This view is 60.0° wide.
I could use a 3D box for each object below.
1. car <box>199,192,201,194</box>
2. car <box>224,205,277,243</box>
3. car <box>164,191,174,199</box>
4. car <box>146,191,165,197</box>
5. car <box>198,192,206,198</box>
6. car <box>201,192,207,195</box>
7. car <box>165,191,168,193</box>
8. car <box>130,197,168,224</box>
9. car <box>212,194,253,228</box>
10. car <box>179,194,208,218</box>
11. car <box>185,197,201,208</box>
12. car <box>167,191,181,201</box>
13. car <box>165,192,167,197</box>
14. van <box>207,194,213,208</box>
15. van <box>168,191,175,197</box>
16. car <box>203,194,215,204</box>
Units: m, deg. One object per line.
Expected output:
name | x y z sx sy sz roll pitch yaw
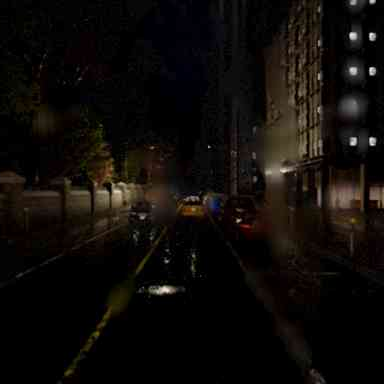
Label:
car | 2.705 1.084 60.621 1.947 1.339 4.313 1 1 0
car | 2.698 1.474 15.172 1.802 1.307 4.206 0 0 0
car | -5.669 0.626 82.665 2.192 1.841 5.009 1 1 0
car | -5.674 0.932 49.301 2.192 1.841 5.009 1 0 0
car | 2.711 0.697 88.223 1.967 1.590 4.097 1 1 0
car | 2.705 1.057 49.259 1.967 1.590 4.097 1 0 0
car | -5.671 0.781 66.348 2.192 1.841 5.009 1 1 0
car | -3.096 1.322 23.219 2.128 1.511 4.902 0 0 0
car | 2.701 1.164 20.854 2.192 1.841 5.009 0 0 0
car | 0.103 1.259 27.299 1.801 1.575 5.366 0 1 0
car | 0.092 1.278 42.124 1.895 1.301 4.718 0 0 0
car | -3.011 0.985 63.988 2.128 1.511 4.902 0 1 1
car | -5.675 1.094 54.814 1.752 1.417 4.829 1 0 0
van | 2.703 1.100 32.215 1.690 1.788 3.998 1 0 0
van | -5.667 0.542 93.892 1.690 1.788 3.998 1 1 0
car | 2.705 1.092 55.111 1.752 1.417 4.829 1 1 0
